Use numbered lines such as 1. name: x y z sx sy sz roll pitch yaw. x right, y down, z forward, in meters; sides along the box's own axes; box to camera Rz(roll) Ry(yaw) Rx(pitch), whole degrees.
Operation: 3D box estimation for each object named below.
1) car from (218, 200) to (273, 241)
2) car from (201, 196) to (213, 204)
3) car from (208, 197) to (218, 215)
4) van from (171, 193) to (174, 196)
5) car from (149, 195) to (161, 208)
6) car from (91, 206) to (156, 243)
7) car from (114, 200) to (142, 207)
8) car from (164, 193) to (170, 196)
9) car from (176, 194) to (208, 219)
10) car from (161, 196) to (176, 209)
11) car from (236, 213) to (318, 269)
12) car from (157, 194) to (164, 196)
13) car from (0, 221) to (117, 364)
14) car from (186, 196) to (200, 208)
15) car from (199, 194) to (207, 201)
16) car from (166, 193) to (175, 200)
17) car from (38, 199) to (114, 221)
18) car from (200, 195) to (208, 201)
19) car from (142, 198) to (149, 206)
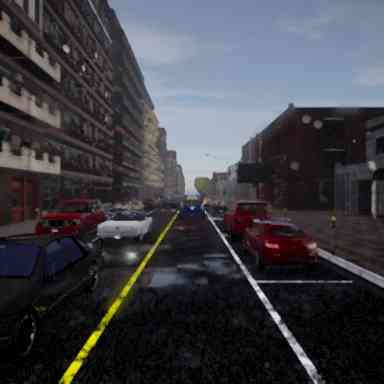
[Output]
1. car: 2.699 1.281 16.311 2.192 1.841 5.009 0 0 0
2. car: 2.710 1.459 60.625 2.008 1.369 4.403 0 0 0
3. car: 2.703 1.489 32.929 2.008 1.369 4.403 0 0 0
4. van: -5.665 1.242 77.245 1.690 1.788 3.998 0 0 0
5. car: -5.675 1.469 44.010 1.887 1.381 4.507 0 0 0
6. car: -3.079 1.567 16.019 1.895 1.301 4.718 0 0 0
7. car: -5.680 1.497 27.392 2.008 1.369 4.403 0 0 0
8. car: -5.670 1.223 60.627 2.192 1.841 5.009 0 0 0
9. car: 0.032 1.296 28.429 2.097 1.767 4.553 0 0 0
10. car: -2.988 1.524 44.325 1.895 1.301 4.718 0 0 0
11. car: 2.696 1.558 10.772 1.802 1.307 4.206 0 0 0
12. car: -5.673 1.358 49.548 1.967 1.590 4.097 0 0 0
13. car: -3.086 1.534 6.097 2.033 1.411 5.357 0 0 1
14. car: 0.094 1.399 46.805 1.882 1.535 5.008 0 0 0
15. car: 2.717 1.341 82.782 1.967 1.590 4.097 0 0 0
16. car: -5.662 1.217 88.324 2.192 1.841 5.009 0 0 0
17. car: -5.682 1.281 16.313 2.192 1.841 5.009 0 0 0
18. car: 2.715 1.426 77.413 1.752 1.417 4.829 0 0 0
19. car: -5.678 1.464 32.761 1.752 1.417 4.829 0 0 0
